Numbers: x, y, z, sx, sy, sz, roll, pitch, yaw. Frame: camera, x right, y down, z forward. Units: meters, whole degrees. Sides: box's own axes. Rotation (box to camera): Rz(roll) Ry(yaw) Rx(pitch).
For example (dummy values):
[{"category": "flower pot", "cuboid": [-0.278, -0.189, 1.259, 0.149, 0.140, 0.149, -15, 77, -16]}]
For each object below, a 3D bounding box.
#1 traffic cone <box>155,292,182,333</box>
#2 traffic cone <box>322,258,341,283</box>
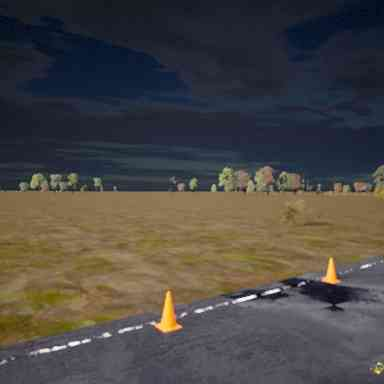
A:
[{"category": "traffic cone", "cuboid": [-0.389, 1.970, 5.575, 0.340, 0.580, 0.340, 0, 0, -36]}, {"category": "traffic cone", "cuboid": [3.579, 1.997, 8.539, 0.340, 0.580, 0.340, 0, 0, -37]}]
